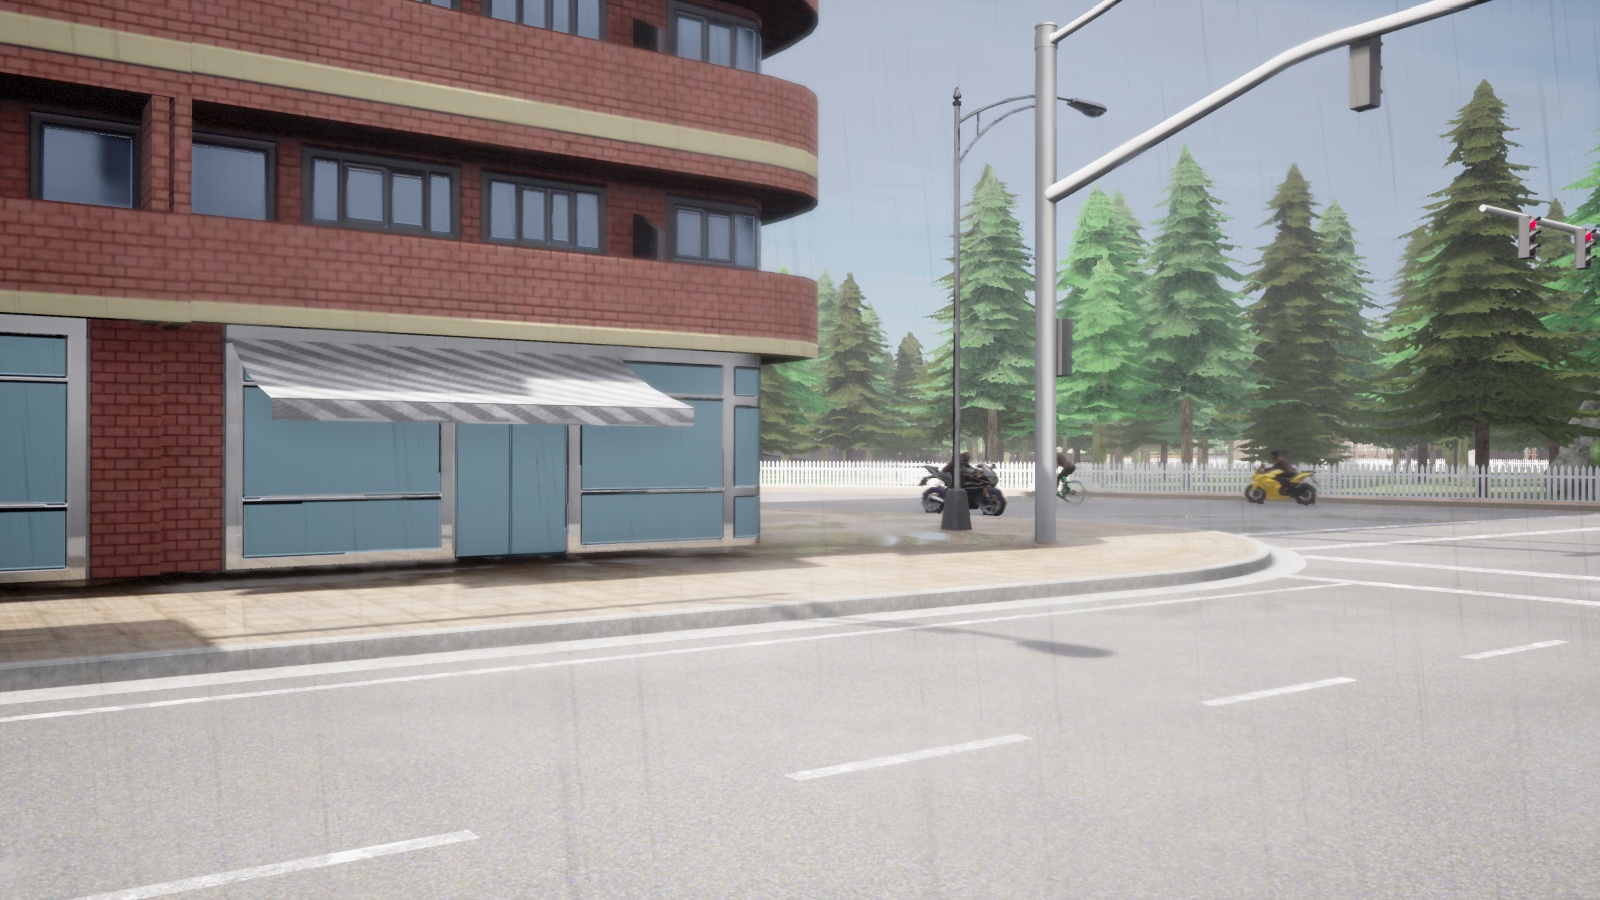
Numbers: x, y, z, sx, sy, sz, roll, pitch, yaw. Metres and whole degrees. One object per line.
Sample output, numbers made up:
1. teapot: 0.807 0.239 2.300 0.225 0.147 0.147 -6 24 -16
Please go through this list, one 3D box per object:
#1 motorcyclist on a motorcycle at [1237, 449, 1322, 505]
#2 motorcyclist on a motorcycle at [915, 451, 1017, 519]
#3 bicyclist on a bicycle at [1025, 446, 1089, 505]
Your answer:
1. motorcyclist on a motorcycle: 13.321 0.729 34.904 2.044 1.523 0.797 0 0 43
2. motorcyclist on a motorcycle: 3.841 0.788 29.194 2.191 1.530 0.866 0 0 37
3. bicyclist on a bicycle: 7.226 0.713 35.337 1.656 1.620 0.582 -1 0 37
